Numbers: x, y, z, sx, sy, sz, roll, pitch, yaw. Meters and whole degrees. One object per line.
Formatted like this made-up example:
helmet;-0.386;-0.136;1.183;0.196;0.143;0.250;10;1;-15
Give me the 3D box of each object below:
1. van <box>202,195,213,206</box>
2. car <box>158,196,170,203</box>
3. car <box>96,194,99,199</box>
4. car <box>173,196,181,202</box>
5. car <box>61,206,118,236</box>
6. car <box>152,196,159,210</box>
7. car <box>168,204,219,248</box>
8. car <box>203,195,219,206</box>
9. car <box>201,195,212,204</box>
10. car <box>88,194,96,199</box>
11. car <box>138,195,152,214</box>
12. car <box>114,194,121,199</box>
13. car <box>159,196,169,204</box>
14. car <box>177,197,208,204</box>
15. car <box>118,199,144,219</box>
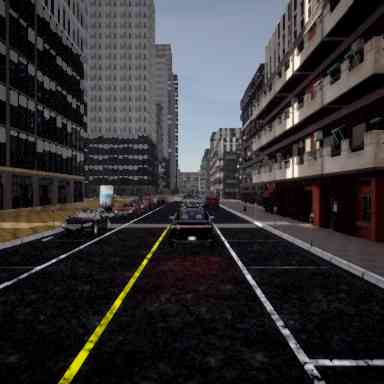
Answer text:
van;2.687;1.349;57.066;1.690;1.788;3.998;0;0;0
car;-5.693;1.579;67.862;1.947;1.339;4.313;0;0;0
car;-27.478;1.092;90.822;4.313;1.339;1.947;1;-1;-1
car;-3.002;1.504;70.884;1.895;1.301;4.718;0;0;0
car;-5.693;1.548;18.207;2.008;1.369;4.403;0;0;0
car;-5.693;1.316;40.412;2.192;1.841;5.009;0;0;0
car;-0.001;1.493;14.650;2.128;1.511;4.902;0;0;0
car;2.687;1.318;45.964;2.192;1.841;5.009;0;0;0
car;2.687;1.450;62.617;1.967;1.590;4.097;0;0;0
car;-27.370;0.862;82.446;5.009;1.841;2.192;1;-1;-1
car;-5.694;1.440;34.861;1.967;1.590;4.097;0;0;0
car;-22.032;1.153;90.971;4.829;1.417;1.752;1;-1;-1
car;-5.693;1.576;62.616;1.947;1.339;4.313;0;0;0
car;-0.001;1.495;29.650;2.128;1.511;4.902;0;0;0
car;-5.693;1.580;29.310;1.802;1.307;4.206;0;0;0
